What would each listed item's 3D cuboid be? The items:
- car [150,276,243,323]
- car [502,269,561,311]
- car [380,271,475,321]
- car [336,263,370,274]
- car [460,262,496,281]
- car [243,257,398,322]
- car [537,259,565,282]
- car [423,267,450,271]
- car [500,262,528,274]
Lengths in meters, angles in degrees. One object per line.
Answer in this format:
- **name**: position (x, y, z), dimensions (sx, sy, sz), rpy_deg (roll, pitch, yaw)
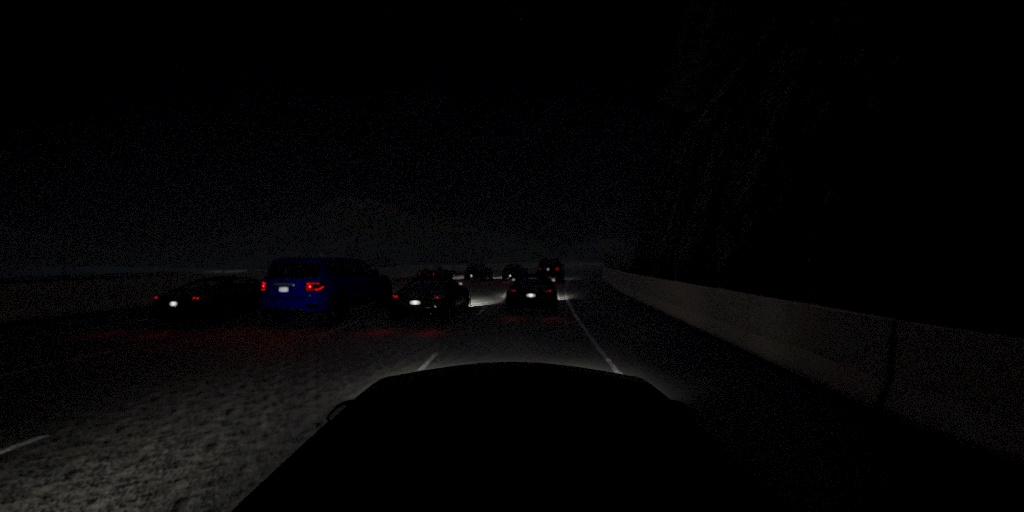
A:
- **car**: position (-9.863, 1.401, 12.610), dimensions (1.994, 1.385, 4.181), rpy_deg (0, 0, 4)
- **car**: position (0.896, 1.442, 15.201), dimensions (1.994, 1.385, 4.181), rpy_deg (0, -1, 5)
- **car**: position (-2.809, 1.416, 12.996), dimensions (1.994, 1.385, 4.181), rpy_deg (0, 0, 5)
- **car**: position (-21.585, 1.718, 48.776), dimensions (1.994, 1.385, 4.181), rpy_deg (0, -1, 15)
- **car**: position (-3.171, 1.559, 34.802), dimensions (1.837, 1.490, 4.892), rpy_deg (0, -1, 12)
- **car**: position (-6.336, 1.068, 12.963), dimensions (2.150, 2.045, 5.566), rpy_deg (0, 0, 5)
- **car**: position (3.640, 1.273, 33.294), dimensions (2.150, 2.045, 5.566), rpy_deg (0, -1, 12)
- **car**: position (-7.021, 1.637, 33.512), dimensions (1.895, 1.301, 4.718), rpy_deg (0, -1, 11)
- **car**: position (0.350, 1.562, 34.533), dimensions (1.837, 1.490, 4.892), rpy_deg (0, -1, 12)
